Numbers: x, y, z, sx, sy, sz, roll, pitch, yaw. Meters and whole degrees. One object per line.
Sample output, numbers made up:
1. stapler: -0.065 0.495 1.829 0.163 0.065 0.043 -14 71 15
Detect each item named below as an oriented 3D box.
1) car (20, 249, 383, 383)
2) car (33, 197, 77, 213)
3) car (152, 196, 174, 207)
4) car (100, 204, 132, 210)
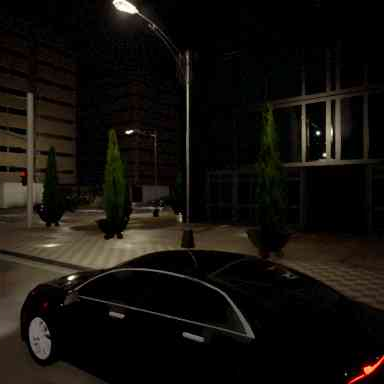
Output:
1. car: -0.249 1.505 4.169 4.892 1.490 1.837 0 0 36
2. car: -15.049 1.407 36.571 2.097 1.767 4.553 0 0 35
3. car: -4.153 1.407 51.992 2.097 1.767 4.553 0 0 35
4. car: -9.924 1.581 43.819 1.812 1.442 4.674 0 0 35
